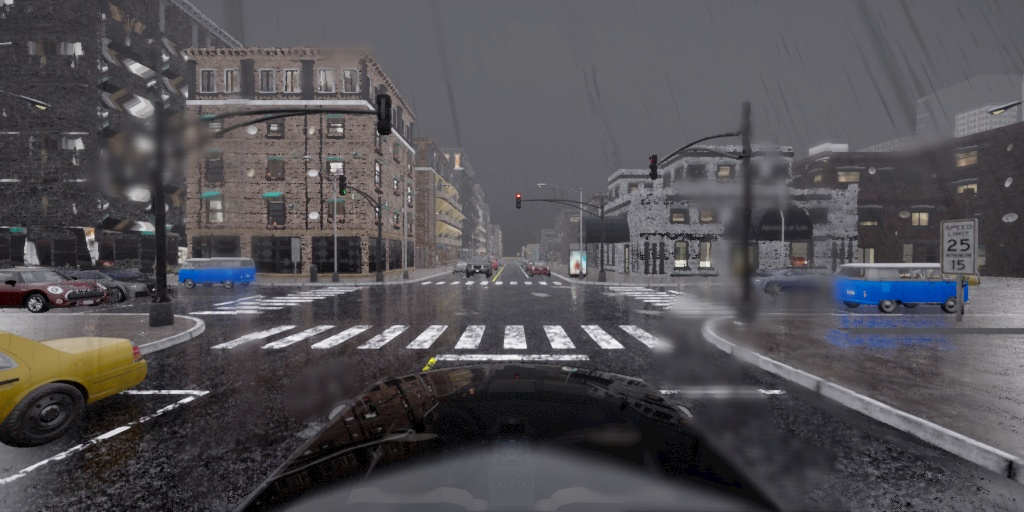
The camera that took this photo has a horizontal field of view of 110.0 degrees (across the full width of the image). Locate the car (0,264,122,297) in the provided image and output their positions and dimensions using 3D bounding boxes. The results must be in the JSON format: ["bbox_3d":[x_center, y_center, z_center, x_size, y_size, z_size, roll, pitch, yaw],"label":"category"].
[{"bbox_3d":[-17.724,1.190,13.309,4.097,1.591,1.967,0,0,0],"label":"car"}]

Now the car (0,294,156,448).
[{"bbox_3d":[-5.692,1.275,2.615,1.751,1.417,4.829,0,0,0],"label":"car"}]

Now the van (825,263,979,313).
[{"bbox_3d":[14.653,1.156,13.555,3.998,1.789,1.690,0,0,0],"label":"van"}]

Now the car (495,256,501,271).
[{"bbox_3d":[-3.108,0.988,50.155,2.150,2.045,5.566,0,0,0],"label":"car"}]

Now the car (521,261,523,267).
[{"bbox_3d":[2.681,1.321,52.344,2.007,1.370,4.403,0,0,0],"label":"car"}]

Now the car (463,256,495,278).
[{"bbox_3d":[-3.100,0.977,34.764,2.150,2.045,5.566,0,0,0],"label":"car"}]

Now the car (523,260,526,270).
[{"bbox_3d":[2.682,1.347,46.647,1.802,1.307,4.207,0,0,0],"label":"car"}]

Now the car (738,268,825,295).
[{"bbox_3d":[14.641,1.337,19.340,4.181,1.385,1.994,0,0,0],"label":"car"}]

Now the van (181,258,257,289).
[{"bbox_3d":[-17.769,1.030,21.689,3.998,1.789,1.690,0,0,0],"label":"van"}]

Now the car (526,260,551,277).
[{"bbox_3d":[2.684,1.195,35.254,1.967,1.591,4.097,0,0,0],"label":"car"}]

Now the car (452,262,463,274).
[{"bbox_3d":[-5.698,1.311,40.937,2.007,1.370,4.403,0,0,0],"label":"car"}]

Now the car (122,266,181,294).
[{"bbox_3d":[-17.806,1.294,15.892,4.181,1.385,1.994,0,0,0],"label":"car"}]
